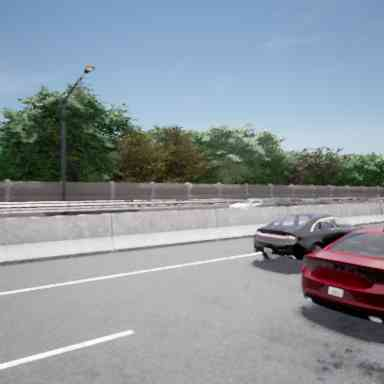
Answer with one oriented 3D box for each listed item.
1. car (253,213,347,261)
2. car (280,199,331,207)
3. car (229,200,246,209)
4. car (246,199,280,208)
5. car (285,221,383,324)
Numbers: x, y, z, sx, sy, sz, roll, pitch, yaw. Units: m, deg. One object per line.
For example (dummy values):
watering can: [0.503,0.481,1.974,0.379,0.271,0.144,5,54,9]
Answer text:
car: [4.168,1.460,10.944,4.902,1.511,2.128,0,0,-35]
car: [9.955,1.442,27.941,4.892,1.490,1.837,0,0,-34]
car: [5.853,1.456,33.618,4.674,1.442,1.812,0,0,-34]
car: [7.721,1.411,30.656,5.008,1.535,1.882,0,0,-34]
car: [4.341,1.454,6.792,5.008,1.535,1.882,0,0,-35]
